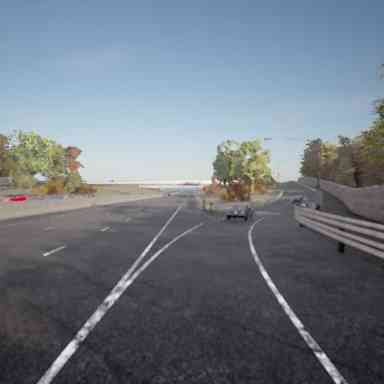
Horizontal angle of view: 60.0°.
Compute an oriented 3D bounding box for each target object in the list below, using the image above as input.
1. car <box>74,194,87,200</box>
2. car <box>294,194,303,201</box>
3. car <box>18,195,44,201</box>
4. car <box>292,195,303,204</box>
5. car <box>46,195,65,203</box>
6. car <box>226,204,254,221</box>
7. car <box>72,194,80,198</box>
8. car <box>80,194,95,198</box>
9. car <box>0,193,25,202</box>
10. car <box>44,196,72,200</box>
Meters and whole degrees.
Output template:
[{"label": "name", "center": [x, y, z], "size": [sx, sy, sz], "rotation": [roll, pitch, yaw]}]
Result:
[{"label": "car", "center": [-27.976, 1.176, 83.721], "size": [1.812, 1.442, 4.674], "rotation": [0, 0, 0]}, {"label": "car", "center": [26.356, 1.308, 82.193], "size": [1.895, 1.301, 4.718], "rotation": [0, 4, 19]}, {"label": "car", "center": [-24.518, 1.554, 52.250], "size": [2.033, 1.411, 5.357], "rotation": [0, 0, 1]}, {"label": "car", "center": [22.847, 1.815, 72.685], "size": [1.837, 1.490, 4.892], "rotation": [0, 3, 21]}, {"label": "car", "center": [-27.980, 1.498, 68.319], "size": [1.882, 1.535, 5.008], "rotation": [0, 0, 0]}, {"label": "car", "center": [4.469, 1.830, 30.388], "size": [2.033, 1.411, 5.357], "rotation": [0, -1, 18]}, {"label": "car", "center": [-24.480, 1.615, 68.364], "size": [1.895, 1.301, 4.718], "rotation": [0, 0, 0]}, {"label": "car", "center": [-20.980, 1.520, 68.556], "size": [1.837, 1.490, 4.892], "rotation": [0, 0, 0]}, {"label": "car", "center": [-28.021, 1.228, 52.140], "size": [2.150, 2.045, 5.566], "rotation": [0, 0, 1]}, {"label": "car", "center": [-21.029, 1.570, 52.436], "size": [1.994, 1.385, 4.181], "rotation": [0, 0, 1]}]
